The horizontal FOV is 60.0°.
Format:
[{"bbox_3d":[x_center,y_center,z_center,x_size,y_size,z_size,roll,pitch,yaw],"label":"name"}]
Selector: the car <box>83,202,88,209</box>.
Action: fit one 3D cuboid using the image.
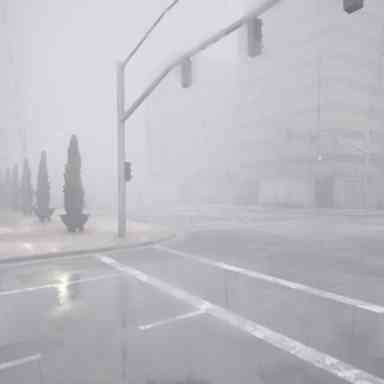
[{"bbox_3d":[-14.842,1.477,42.627,1.895,1.301,4.718,-1,0,-35],"label":"car"}]
